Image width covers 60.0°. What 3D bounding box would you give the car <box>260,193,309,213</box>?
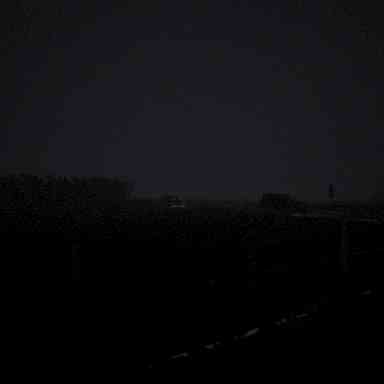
[{"bbox_3d":[9.889,1.165,36.083,2.150,2.045,5.566,-1,0,-35],"label":"car"}]

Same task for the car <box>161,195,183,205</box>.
[{"bbox_3d":[-3.309,1.236,54.757,2.097,1.767,4.553,-1,1,-35],"label":"car"}]
